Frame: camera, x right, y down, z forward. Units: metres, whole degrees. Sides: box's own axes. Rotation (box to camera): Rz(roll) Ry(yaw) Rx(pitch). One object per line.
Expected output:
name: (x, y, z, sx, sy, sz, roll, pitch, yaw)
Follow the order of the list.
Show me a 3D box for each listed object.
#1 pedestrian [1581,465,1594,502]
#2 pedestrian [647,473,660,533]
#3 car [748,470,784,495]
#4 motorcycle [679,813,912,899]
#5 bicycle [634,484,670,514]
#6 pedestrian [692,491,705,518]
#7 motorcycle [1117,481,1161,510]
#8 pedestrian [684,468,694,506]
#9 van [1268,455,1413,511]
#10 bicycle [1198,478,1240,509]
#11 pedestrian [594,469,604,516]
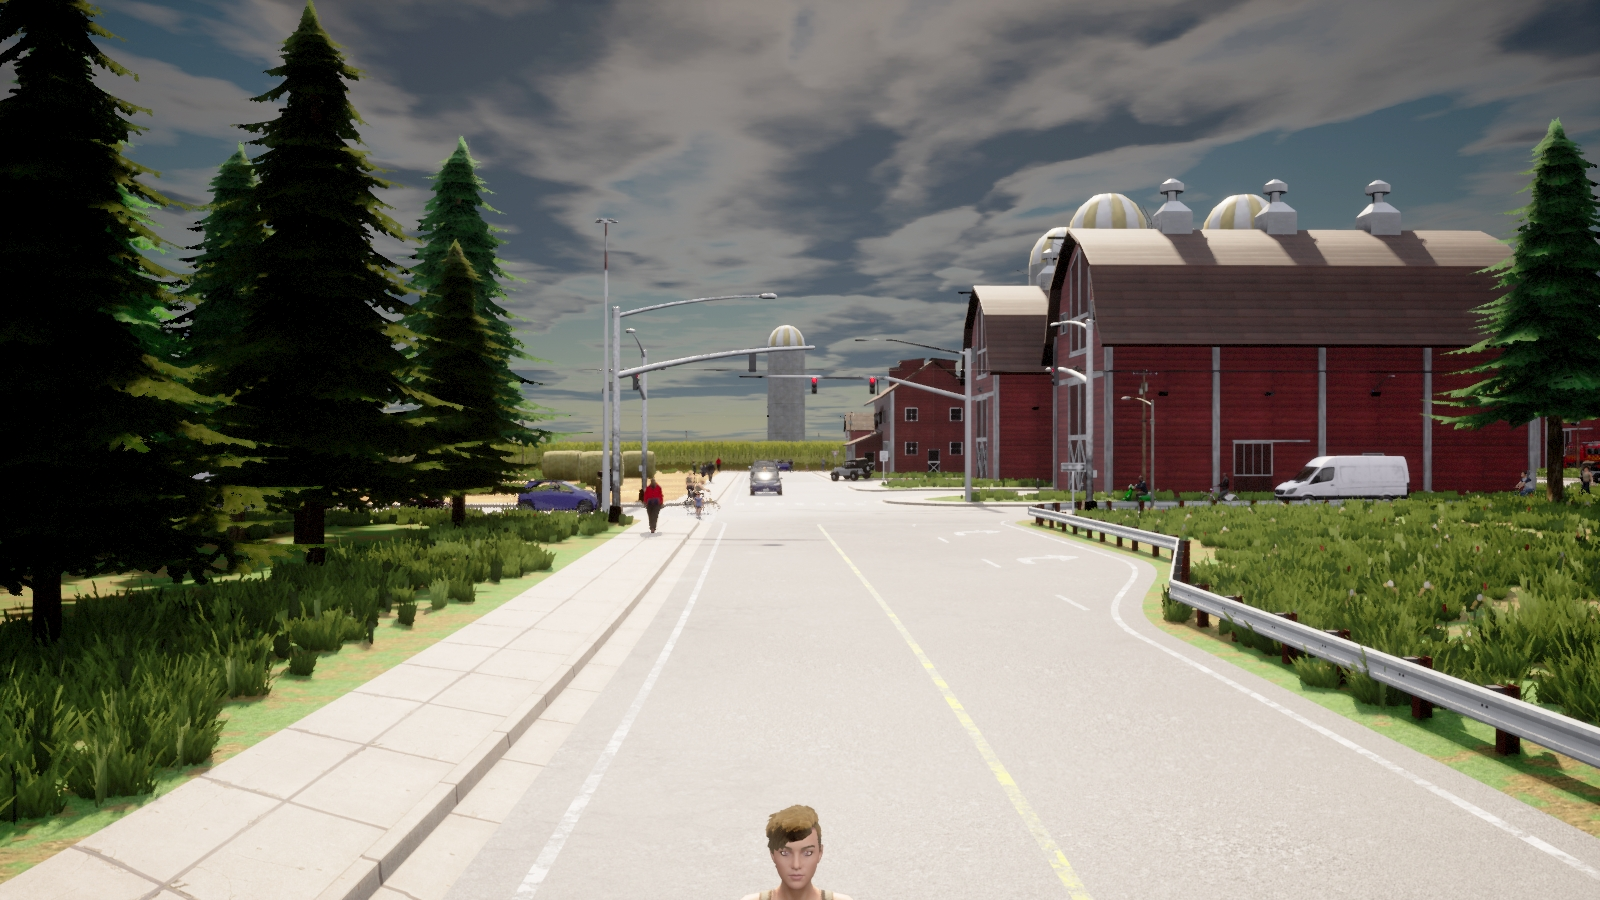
pedestrian: (40.185, 1.701, 58.283, 0.375, 1.860, 0.375, 0, 0, -14)
pedestrian: (-4.629, 1.672, 36.080, 0.375, 1.860, 0.375, 0, 0, -1)
car: (-2.153, 2.036, 72.119, 2.163, 1.488, 4.792, 0, 0, -2)
motorcycle: (-0.013, 2.128, 3.457, 0.764, 1.307, 2.356, 0, 0, 0)
bicycle: (-6.534, 2.149, 50.316, 1.487, 1.276, 0.859, 1, -1, -14)
pedestrian: (-4.147, 2.222, 46.603, 0.500, 1.100, 0.500, 0, 0, -1)
motorcycle: (15.989, 2.145, 53.899, 1.805, 1.316, 0.856, 0, 0, -1)
pedestrian: (-5.555, 1.839, 57.041, 0.375, 1.860, 0.375, 0, 0, 26)
van: (25.535, 1.538, 54.103, 5.915, 2.561, 1.988, 0, 0, -1)
bicycle: (19.800, 2.064, 53.998, 1.835, 1.471, 0.329, 0, 0, -1)
pedestrian: (-8.057, 1.699, 45.829, 0.375, 1.860, 0.375, 0, 0, -8)
